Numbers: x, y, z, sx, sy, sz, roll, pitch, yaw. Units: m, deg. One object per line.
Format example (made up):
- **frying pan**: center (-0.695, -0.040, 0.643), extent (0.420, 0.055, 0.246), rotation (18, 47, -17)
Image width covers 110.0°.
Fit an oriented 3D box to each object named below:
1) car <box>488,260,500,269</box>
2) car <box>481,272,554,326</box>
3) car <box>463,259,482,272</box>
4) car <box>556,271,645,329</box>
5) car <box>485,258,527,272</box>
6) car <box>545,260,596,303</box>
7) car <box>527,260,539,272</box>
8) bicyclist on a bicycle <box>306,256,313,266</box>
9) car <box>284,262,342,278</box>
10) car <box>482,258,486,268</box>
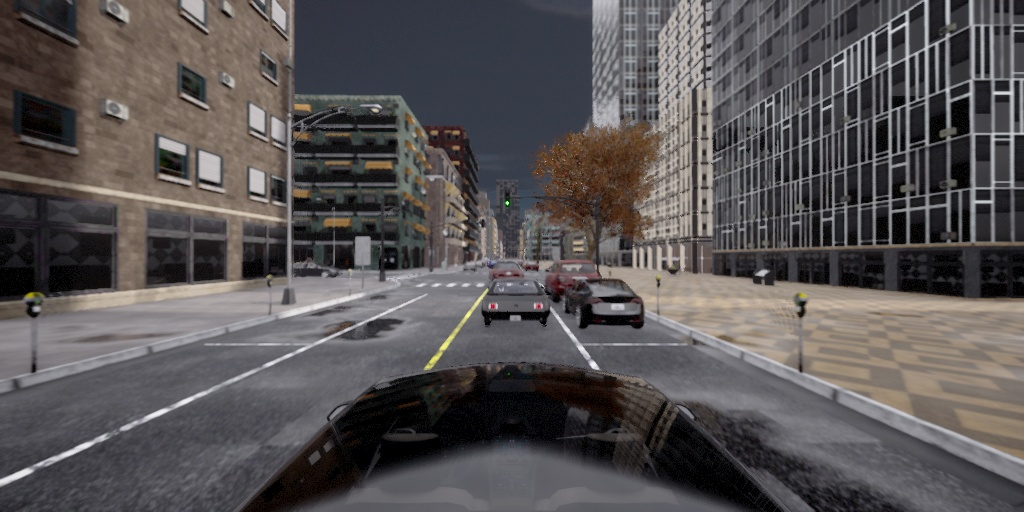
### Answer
- **car**: center (-3.043, 1.386, 61.611), extent (1.882, 1.535, 5.008), rotation (0, 0, 0)
- **car**: center (0.101, 1.373, 11.787), extent (1.895, 1.301, 4.718), rotation (0, 0, 0)
- **car**: center (-5.686, 1.419, 49.111), extent (2.007, 1.370, 4.403), rotation (0, 0, 0)
- **car**: center (2.692, 1.337, 11.200), extent (1.948, 1.339, 4.313), rotation (0, 0, 0)
- **car**: center (-0.525, 1.155, 25.593), extent (2.097, 1.767, 4.553), rotation (0, 0, -8)
- **car**: center (2.693, 1.098, 16.723), extent (2.192, 1.841, 5.009), rotation (0, 0, 0)
- **car**: center (2.694, 1.413, 49.111), extent (1.888, 1.381, 4.507), rotation (0, 0, 0)
- **bicyclist on a bicycle**: center (-23.166, 0.850, 40.960), extent (0.582, 1.620, 1.656), rotation (1, 0, -1)
- **car**: center (-16.433, 1.155, 29.697), extent (4.403, 1.370, 2.007), rotation (0, 0, -1)
- **car**: center (-5.686, 1.454, 60.177), extent (2.007, 1.370, 4.403), rotation (0, 0, 0)
